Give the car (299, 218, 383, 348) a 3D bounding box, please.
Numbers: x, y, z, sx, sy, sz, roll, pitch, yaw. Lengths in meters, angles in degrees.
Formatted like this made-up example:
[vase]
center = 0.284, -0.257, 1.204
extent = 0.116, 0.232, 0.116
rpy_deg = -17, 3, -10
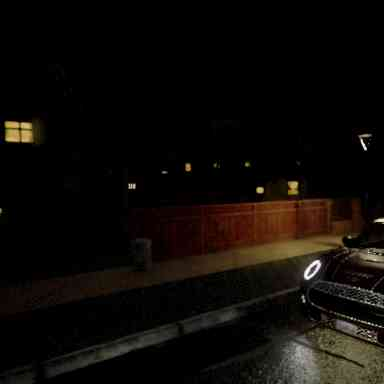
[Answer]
[car]
center = 3.957, 1.242, 5.896
extent = 4.553, 1.767, 2.097
rpy_deg = -1, 1, -36
